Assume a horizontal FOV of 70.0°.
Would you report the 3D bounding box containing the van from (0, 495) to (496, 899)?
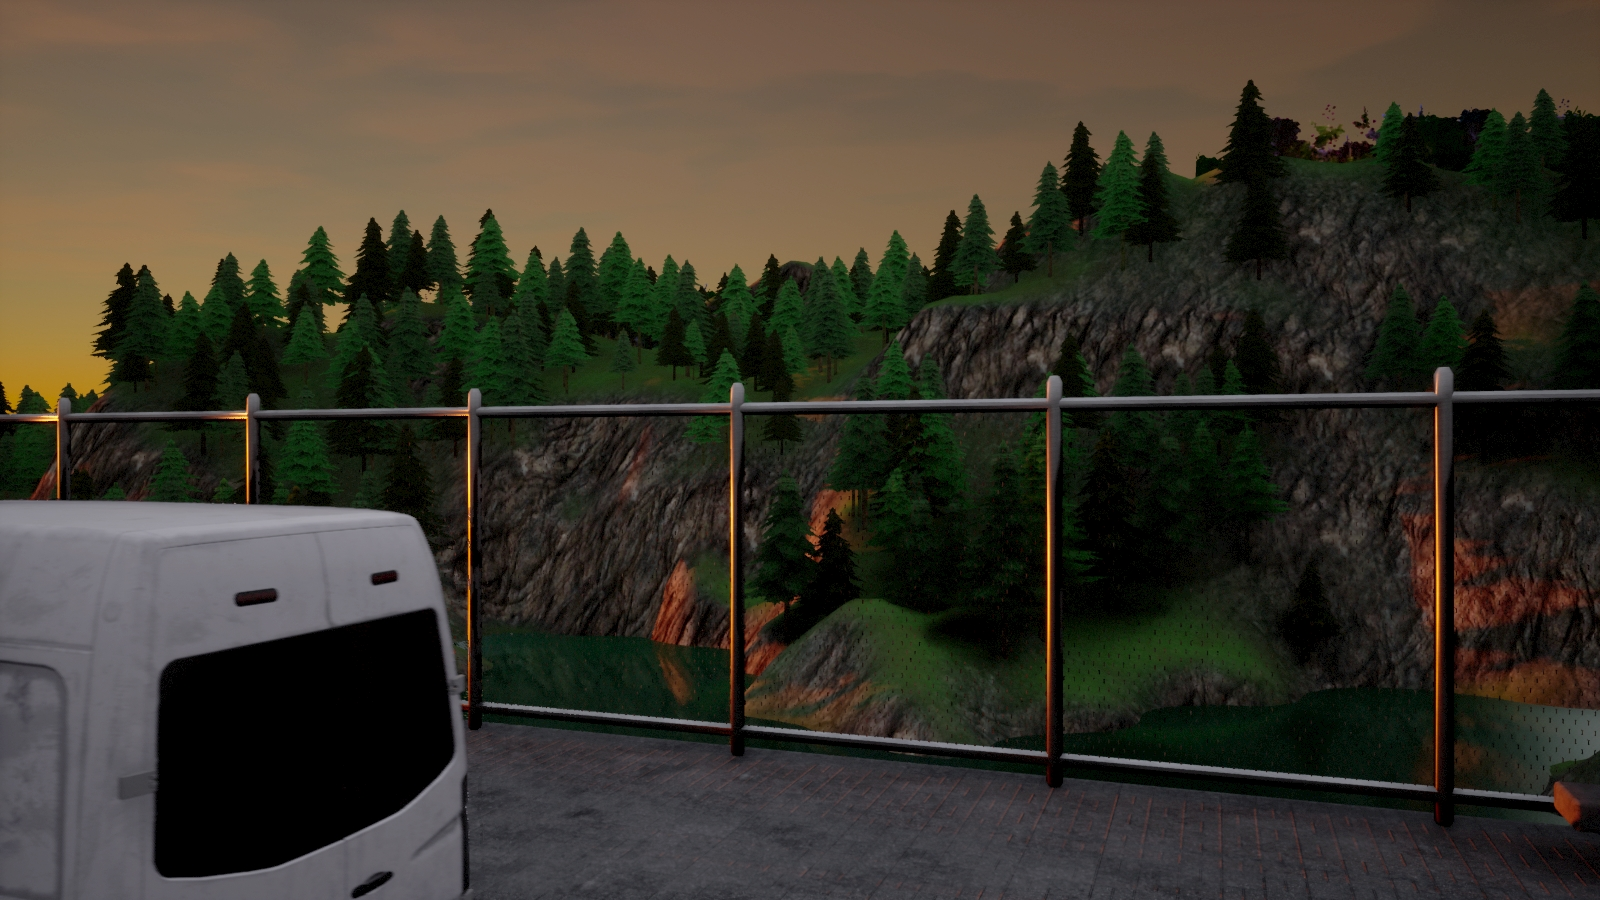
[{"bbox_3d":[-4.563,1.538,5.489,5.915,2.561,1.988,0,0,20],"label":"van"}]
